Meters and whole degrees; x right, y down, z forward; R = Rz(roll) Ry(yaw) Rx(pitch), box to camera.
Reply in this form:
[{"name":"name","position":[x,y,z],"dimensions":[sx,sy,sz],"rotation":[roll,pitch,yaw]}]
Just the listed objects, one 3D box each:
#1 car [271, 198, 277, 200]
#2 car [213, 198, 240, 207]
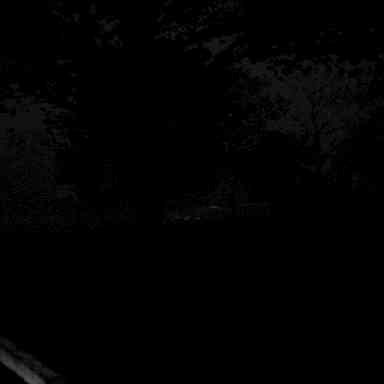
[{"name":"car","position":[19.029,1.421,70.728],"dimensions":[4.718,1.301,1.895],"rotation":[-2,1,-36]},{"name":"car","position":[6.441,1.920,61.745],"dimensions":[5.357,1.411,2.033],"rotation":[-2,1,-35]}]
